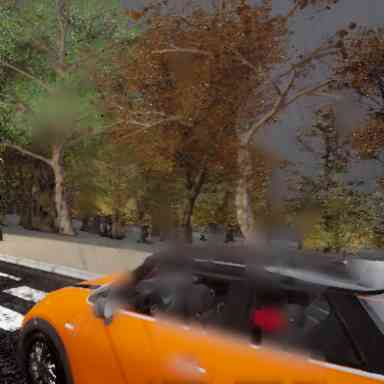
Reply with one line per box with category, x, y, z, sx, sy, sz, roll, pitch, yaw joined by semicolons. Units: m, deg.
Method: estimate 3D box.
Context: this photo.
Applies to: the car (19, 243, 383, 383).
car;0.120;1.366;3.598;4.553;1.767;2.097;-1;0;35
